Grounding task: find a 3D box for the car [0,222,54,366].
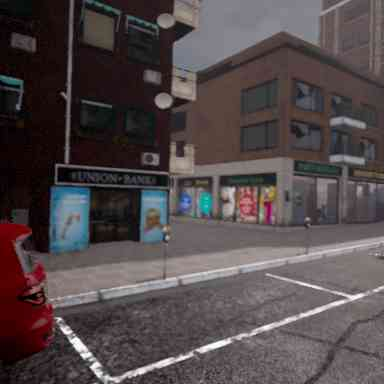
[{"bbox_3d":[-4.005,1.312,3.207,5.009,1.841,2.192,0,2,-35],"label":"car"}]
